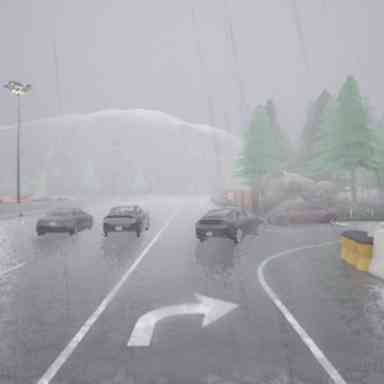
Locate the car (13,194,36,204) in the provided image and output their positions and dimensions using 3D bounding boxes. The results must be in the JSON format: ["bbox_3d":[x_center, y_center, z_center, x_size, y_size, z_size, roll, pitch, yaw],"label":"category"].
[{"bbox_3d":[-31.509,1.281,62.775,2.097,1.767,4.553,0,0,0],"label":"car"}]

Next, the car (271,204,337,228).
[{"bbox_3d":[6.944,1.452,21.199,4.181,1.385,1.994,-4,0,7],"label":"car"}]

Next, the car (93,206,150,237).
[{"bbox_3d":[-3.404,1.473,17.886,2.128,1.511,4.902,0,0,0],"label":"car"}]

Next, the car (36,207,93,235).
[{"bbox_3d":[-6.904,1.545,18.508,1.994,1.385,4.181,0,0,0],"label":"car"}]

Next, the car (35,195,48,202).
[{"bbox_3d":[-28.012,1.408,61.934,1.882,1.535,5.008,0,0,0],"label":"car"}]

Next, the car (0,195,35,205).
[{"bbox_3d":[-24.582,1.304,46.785,2.097,1.767,4.553,0,0,0],"label":"car"}]

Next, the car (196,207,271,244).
[{"bbox_3d":[1.969,1.490,15.914,1.837,1.490,4.892,-4,-2,31],"label":"car"}]

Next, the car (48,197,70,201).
[{"bbox_3d":[-24.513,1.533,62.176,1.895,1.301,4.718,0,0,0],"label":"car"}]
